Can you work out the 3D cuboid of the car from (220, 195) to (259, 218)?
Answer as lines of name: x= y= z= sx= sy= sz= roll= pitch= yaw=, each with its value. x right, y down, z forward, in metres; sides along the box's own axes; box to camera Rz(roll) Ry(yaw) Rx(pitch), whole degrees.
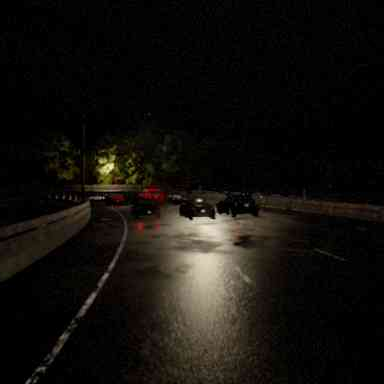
car: x=3.469 y=0.985 z=26.199 sx=2.097 sy=1.767 sz=4.553 roll=0 pitch=1 yaw=-14

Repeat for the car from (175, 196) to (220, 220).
car: x=0.307 y=1.231 z=24.549 sx=1.994 sy=1.385 sz=4.181 roll=0 pitch=1 yaw=-14

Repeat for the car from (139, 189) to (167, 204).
car: x=-5.259 y=0.683 z=41.415 sx=2.150 sy=2.045 sz=5.566 roll=0 pitch=1 yaw=-23

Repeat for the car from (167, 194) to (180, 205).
car: x=-2.406 y=0.984 z=43.576 sx=1.994 sy=1.385 sz=4.181 roll=0 pitch=1 yaw=-23

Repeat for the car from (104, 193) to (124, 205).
car: x=-10.494 y=0.913 z=44.507 sx=1.882 sy=1.535 sz=5.008 roll=0 pitch=1 yaw=-25

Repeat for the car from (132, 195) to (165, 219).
car: x=-3.562 y=1.193 z=25.531 sx=1.812 sy=1.442 sz=4.674 roll=0 pitch=1 yaw=-15
